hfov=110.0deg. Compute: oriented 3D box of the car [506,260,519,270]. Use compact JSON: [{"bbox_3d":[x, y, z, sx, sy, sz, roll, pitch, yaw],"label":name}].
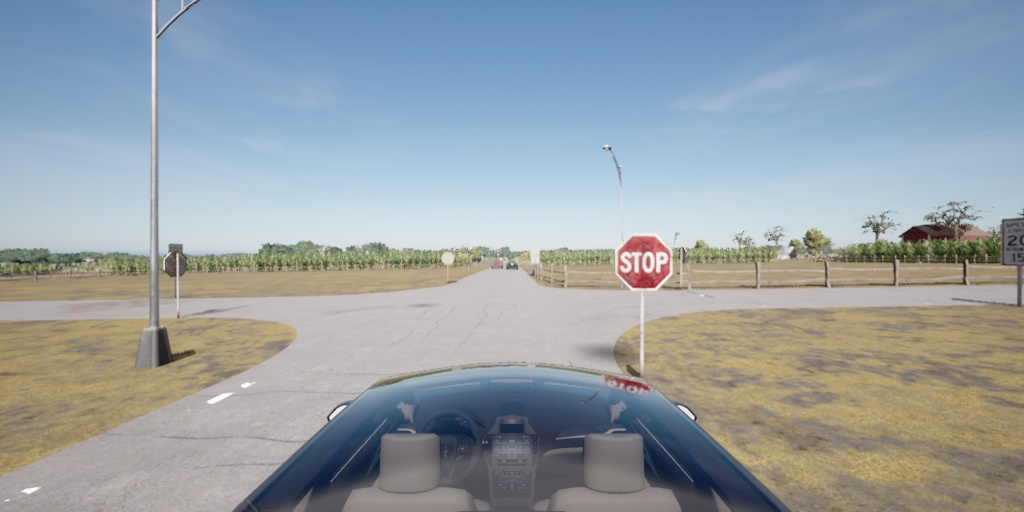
[{"bbox_3d":[0.055,1.464,61.874,2.097,1.767,4.553,0,-1,0],"label":"car"}]
